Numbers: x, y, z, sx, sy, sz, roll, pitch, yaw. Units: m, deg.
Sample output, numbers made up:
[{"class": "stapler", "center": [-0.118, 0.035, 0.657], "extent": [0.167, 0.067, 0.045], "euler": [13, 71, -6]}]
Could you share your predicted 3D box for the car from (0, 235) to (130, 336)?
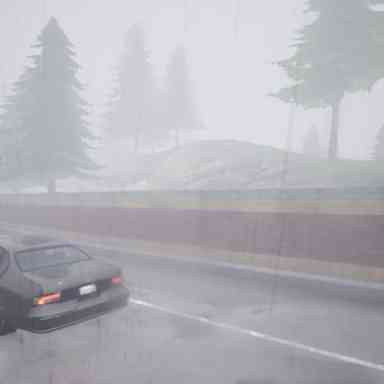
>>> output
[{"class": "car", "center": [-3.599, 1.622, 6.867], "extent": [5.357, 1.411, 2.033], "euler": [-1, 0, 39]}]
